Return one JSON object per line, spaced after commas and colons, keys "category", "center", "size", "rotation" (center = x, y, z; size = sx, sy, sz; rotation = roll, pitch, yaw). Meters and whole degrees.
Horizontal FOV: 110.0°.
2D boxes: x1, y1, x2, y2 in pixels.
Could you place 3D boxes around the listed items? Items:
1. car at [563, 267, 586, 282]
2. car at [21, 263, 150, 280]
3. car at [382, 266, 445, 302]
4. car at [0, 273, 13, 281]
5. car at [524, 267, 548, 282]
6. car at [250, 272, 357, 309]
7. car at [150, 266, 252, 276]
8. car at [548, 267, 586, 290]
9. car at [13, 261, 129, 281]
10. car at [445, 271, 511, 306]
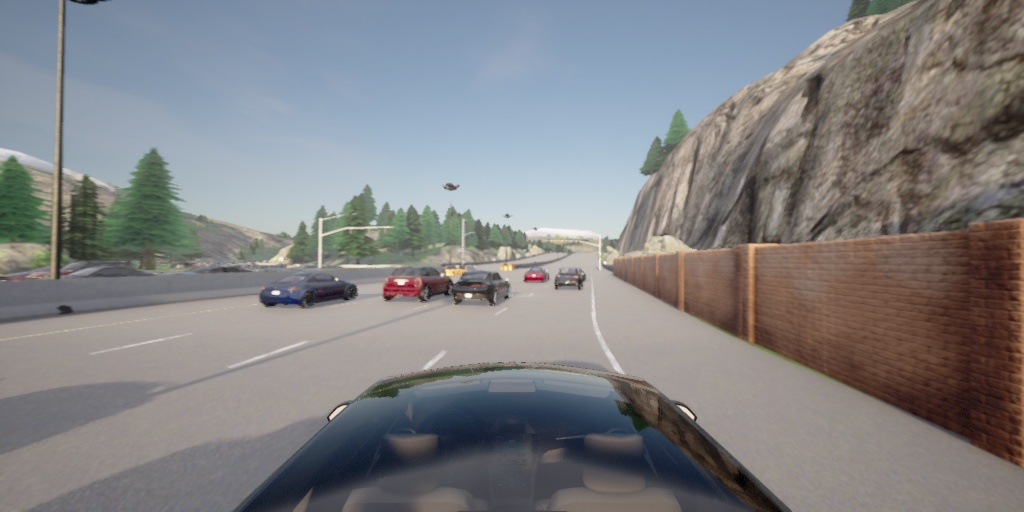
{"category": "car", "center": [6.330, 1.821, 36.117], "size": [1.994, 1.385, 4.181], "rotation": [0, -1, 13]}
{"category": "car", "center": [-22.494, 1.285, 19.596], "size": [1.812, 1.442, 4.674], "rotation": [0, -1, 12]}
{"category": "car", "center": [-4.624, 1.273, 18.370], "size": [2.097, 1.767, 4.553], "rotation": [0, -1, 11]}
{"category": "car", "center": [-28.994, 1.299, 22.669], "size": [1.994, 1.385, 4.181], "rotation": [0, -1, 12]}
{"category": "car", "center": [2.405, 1.760, 34.452], "size": [1.994, 1.385, 4.181], "rotation": [0, -1, 12]}
{"category": "car", "center": [-8.708, 1.409, 15.748], "size": [1.994, 1.385, 4.181], "rotation": [0, -1, 11]}
{"category": "car", "center": [-18.406, 1.336, 21.953], "size": [1.837, 1.490, 4.892], "rotation": [0, -1, 12]}
{"category": "car", "center": [4.160, 1.597, 26.140], "size": [2.128, 1.511, 4.902], "rotation": [0, -1, 12]}
{"category": "car", "center": [-25.641, 1.105, 21.607], "size": [2.097, 1.767, 4.553], "rotation": [0, -1, 12]}
{"category": "car", "center": [-1.320, 1.441, 17.198], "size": [1.837, 1.490, 4.892], "rotation": [0, -1, 11]}
